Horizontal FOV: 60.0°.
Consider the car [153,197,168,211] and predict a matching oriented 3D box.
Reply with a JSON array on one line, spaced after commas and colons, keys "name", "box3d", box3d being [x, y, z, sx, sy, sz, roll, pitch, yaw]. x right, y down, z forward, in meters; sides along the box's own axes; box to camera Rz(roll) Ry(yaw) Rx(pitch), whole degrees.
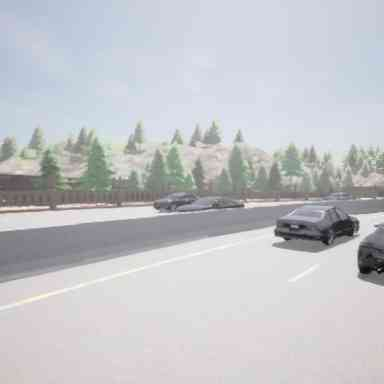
[{"name": "car", "box3d": [-0.996, 0.837, 27.752, 4.892, 1.490, 1.837, 0, 2, -44]}]

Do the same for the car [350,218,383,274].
[{"name": "car", "box3d": [6.018, 1.415, 9.179, 1.994, 1.385, 4.181, 2, 2, 39]}]

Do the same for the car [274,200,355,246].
[{"name": "car", "box3d": [5.392, 1.278, 13.940, 2.033, 1.411, 5.357, 2, 2, 42]}]

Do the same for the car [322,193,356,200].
[{"name": "car", "box3d": [16.755, 0.857, 38.001, 4.892, 1.490, 1.837, 0, 1, -34]}]

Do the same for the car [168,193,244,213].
[{"name": "car", "box3d": [1.199, 1.014, 19.928, 1.882, 1.535, 5.008, 2, 2, 43]}]
